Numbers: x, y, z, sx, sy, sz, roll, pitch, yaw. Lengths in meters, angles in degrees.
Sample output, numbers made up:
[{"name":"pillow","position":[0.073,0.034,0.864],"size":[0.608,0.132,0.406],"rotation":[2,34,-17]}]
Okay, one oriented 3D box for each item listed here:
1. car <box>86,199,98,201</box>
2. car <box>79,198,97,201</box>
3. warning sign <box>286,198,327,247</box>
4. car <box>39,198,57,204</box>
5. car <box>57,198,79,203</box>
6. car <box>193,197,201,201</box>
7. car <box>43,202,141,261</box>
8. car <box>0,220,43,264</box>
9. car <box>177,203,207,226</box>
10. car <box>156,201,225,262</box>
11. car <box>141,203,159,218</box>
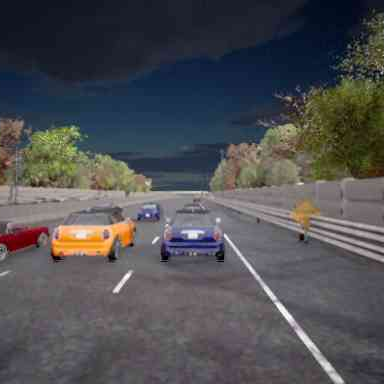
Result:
[{"name":"car","position":[-6.954,1.607,27.635],"size":[2.128,1.511,4.902],"rotation":[0,0,1]},{"name":"car","position":[-17.536,1.778,57.950],"size":[1.837,1.490,4.892],"rotation":[0,0,1]},{"name":"warning sign","position":[4.548,1.166,13.307],"size":[1.300,1.860,1.060],"rotation":[0,0,0]},{"name":"car","position":[-24.519,1.820,57.668],"size":[2.033,1.411,5.357],"rotation":[0,0,1]},{"name":"car","position":[-21.031,1.766,57.845],"size":[2.128,1.511,4.902],"rotation":[0,0,1]},{"name":"car","position":[1.227,1.900,83.305],"size":[1.882,1.535,5.008],"rotation":[0,0,0]},{"name":"car","position":[-3.454,1.400,12.558],"size":[2.097,1.767,4.553],"rotation":[0,0,1]},{"name":"car","position":[-6.960,1.647,12.023],"size":[1.895,1.301,4.718],"rotation":[0,0,1]},{"name":"car","position":[0.022,1.653,25.473],"size":[2.033,1.411,5.357],"rotation":[0,0,0]},{"name":"car","position":[0.047,1.400,12.533],"size":[2.097,1.767,4.553],"rotation":[0,0,1]},{"name":"car","position":[-3.450,1.644,28.315],"size":[1.812,1.442,4.674],"rotation":[0,0,1]}]
